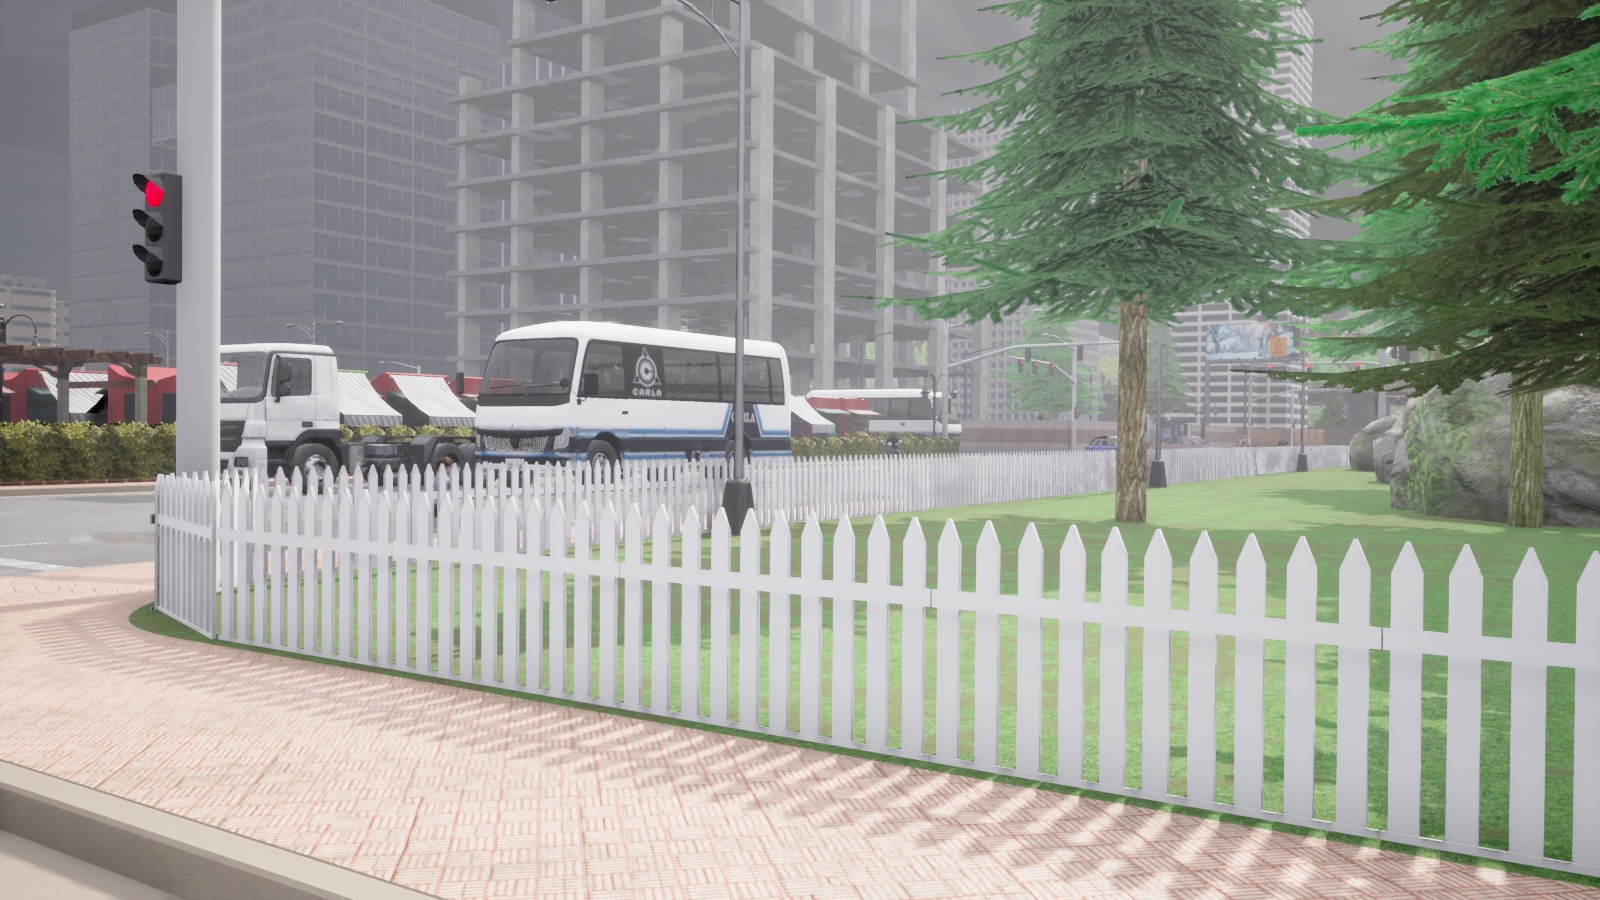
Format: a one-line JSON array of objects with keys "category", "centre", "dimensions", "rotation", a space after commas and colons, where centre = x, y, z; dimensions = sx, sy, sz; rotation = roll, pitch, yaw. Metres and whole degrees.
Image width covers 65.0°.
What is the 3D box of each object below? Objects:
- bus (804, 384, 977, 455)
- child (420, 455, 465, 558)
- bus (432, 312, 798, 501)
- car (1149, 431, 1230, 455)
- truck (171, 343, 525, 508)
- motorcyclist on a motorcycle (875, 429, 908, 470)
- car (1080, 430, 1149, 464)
[{"category": "bus", "centre": [5.703, -1.843, 79.899], "dimensions": [10.273, 4.253, 3.944], "rotation": [0, 1, 32]}, {"category": "child", "centre": [-3.946, 0.616, 13.862], "dimensions": [0.255, 1.110, 0.394], "rotation": [0, 1, 32]}, {"category": "bus", "centre": [-4.467, -1.065, 33.699], "dimensions": [3.944, 4.253, 10.273], "rotation": [0, 1, 32]}, {"category": "car", "centre": [22.793, -0.424, 73.477], "dimensions": [4.181, 1.385, 1.994], "rotation": [0, 1, 32]}, {"category": "truck", "centre": [-10.611, -0.571, 30.501], "dimensions": [2.891, 3.462, 7.936], "rotation": [0, 1, 32]}, {"category": "motorcyclist on a motorcycle", "centre": [3.619, -0.022, 49.390], "dimensions": [0.866, 1.590, 1.817], "rotation": [0, 1, 18]}, {"category": "car", "centre": [14.279, -0.162, 56.946], "dimensions": [1.816, 1.474, 4.193], "rotation": [0, 1, 32]}]
